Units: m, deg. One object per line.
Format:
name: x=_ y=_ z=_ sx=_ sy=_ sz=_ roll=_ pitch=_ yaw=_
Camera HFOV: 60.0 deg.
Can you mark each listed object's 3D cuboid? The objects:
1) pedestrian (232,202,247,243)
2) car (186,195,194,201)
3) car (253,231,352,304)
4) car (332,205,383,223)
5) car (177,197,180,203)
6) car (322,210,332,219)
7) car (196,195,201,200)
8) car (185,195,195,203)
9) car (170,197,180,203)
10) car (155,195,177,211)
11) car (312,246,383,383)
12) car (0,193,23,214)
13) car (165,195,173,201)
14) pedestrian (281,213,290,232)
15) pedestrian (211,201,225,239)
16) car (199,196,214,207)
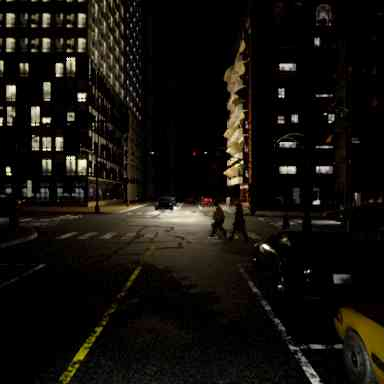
pedestrian: x=2.121 y=1.295 z=14.790 sx=0.375 sy=1.860 sz=0.375 roll=0 pitch=0 yaw=0
car: x=-0.512 y=1.396 z=82.541 sx=2.128 sy=1.511 sz=4.902 roll=0 pitch=0 yaw=0
car: x=2.640 y=1.566 z=7.935 sx=1.947 sy=1.339 sz=4.313 roll=0 pitch=0 yaw=0
car: x=14.458 y=1.868 z=27.748 sx=4.181 sy=1.385 sz=1.994 roll=1 pitch=0 yaw=-1
car: x=-3.417 y=1.507 z=52.751 sx=2.128 sy=1.511 sz=4.902 roll=0 pitch=0 yaw=0
car: x=14.453 y=1.836 z=30.349 sx=4.829 sy=1.417 sz=1.752 roll=1 pitch=-1 yaw=-1
car: x=2.300 y=1.573 z=62.874 sx=2.008 sy=1.369 sz=4.403 roll=0 pitch=0 yaw=0
car: x=-0.450 y=1.574 z=72.539 sx=1.994 sy=1.385 sz=4.181 roll=0 pitch=0 yaw=0
car: x=-3.425 y=1.627 z=68.576 sx=1.895 sy=1.301 sz=4.718 roll=0 pitch=0 yaw=0
car: x=-3.350 y=1.360 z=40.839 sx=2.097 sy=1.767 sz=4.553 roll=0 pitch=0 yaw=0
car: x=2.675 y=1.525 z=2.422 sx=1.752 sy=1.417 sz=4.829 roll=0 pitch=0 yaw=0
car: x=-17.880 y=1.029 z=29.870 sx=5.009 sy=1.841 sz=2.192 roll=1 pitch=-1 yaw=-1
car: x=-6.255 y=1.598 z=91.064 sx=2.008 sy=1.369 sz=4.403 roll=0 pitch=0 yaw=0
pedestrian: x=4.348 y=1.141 z=15.406 sx=0.375 sy=1.860 sz=0.375 roll=0 pitch=0 yaw=0
pedestrian: x=1.239 y=1.295 z=15.985 sx=0.375 sy=1.860 sz=0.375 roll=0 pitch=0 yaw=0
car: x=2.430 y=1.595 z=49.958 sx=1.802 sy=1.307 sz=4.206 roll=0 pitch=0 yaw=0
